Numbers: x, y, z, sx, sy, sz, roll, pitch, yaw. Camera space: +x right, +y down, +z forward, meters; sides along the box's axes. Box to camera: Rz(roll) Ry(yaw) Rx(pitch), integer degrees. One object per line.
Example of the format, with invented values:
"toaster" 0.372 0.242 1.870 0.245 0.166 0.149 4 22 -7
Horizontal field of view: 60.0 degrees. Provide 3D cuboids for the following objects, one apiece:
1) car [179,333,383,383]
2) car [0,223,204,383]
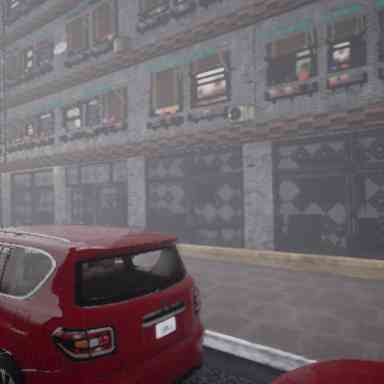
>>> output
"car" 2.323 1.536 1.235 4.507 1.381 1.887 -1 -1 36
"car" -2.186 1.347 4.456 5.009 1.841 2.192 -1 -1 36
